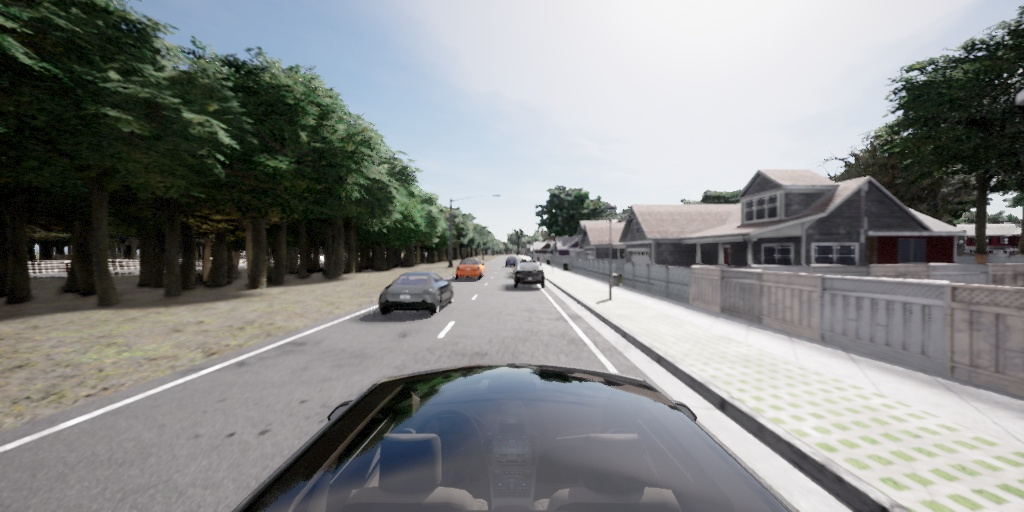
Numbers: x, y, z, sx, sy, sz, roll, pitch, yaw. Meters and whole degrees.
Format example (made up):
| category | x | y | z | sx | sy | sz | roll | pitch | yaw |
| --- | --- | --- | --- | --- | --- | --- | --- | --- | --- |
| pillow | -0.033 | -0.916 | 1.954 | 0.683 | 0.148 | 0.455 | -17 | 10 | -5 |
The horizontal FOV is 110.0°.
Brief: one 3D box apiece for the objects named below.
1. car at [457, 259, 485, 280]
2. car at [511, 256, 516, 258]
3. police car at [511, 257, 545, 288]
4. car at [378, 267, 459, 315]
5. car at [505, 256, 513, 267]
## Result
| category | x | y | z | sx | sy | sz | roll | pitch | yaw |
| --- | --- | --- | --- | --- | --- | --- | --- | --- | --- |
| car | -3.405 | 0.998 | 30.026 | 2.097 | 1.767 | 4.553 | 0 | 0 | 0 |
| car | 1.044 | 1.085 | 33.351 | 1.801 | 1.575 | 5.366 | 0 | 0 | 0 |
| police car | 1.046 | 1.101 | 23.273 | 1.930 | 1.638 | 5.238 | 0 | 0 | 0 |
| car | -3.403 | 1.273 | 13.437 | 1.994 | 1.385 | 4.181 | 0 | 0 | 0 |
| car | -0.009 | 0.807 | 56.454 | 2.097 | 1.767 | 4.553 | 0 | 1 | 0 |
